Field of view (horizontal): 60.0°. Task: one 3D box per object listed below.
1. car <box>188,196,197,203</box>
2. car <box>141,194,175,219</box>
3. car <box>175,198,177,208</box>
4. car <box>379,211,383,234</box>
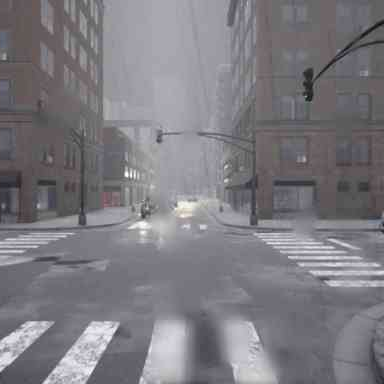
[{"bbox_3d":[0.071,1.518,69.960,2.128,1.511,4.902,0,0,0],"label":"car"},{"bbox_3d":[-3.100,1.236,29.712,2.150,2.045,5.566,0,0,2],"label":"car"},{"bbox_3d":[-3.120,1.545,39.385,1.812,1.442,4.674,0,0,0],"label":"car"},{"bbox_3d":[11.041,1.617,14.610,4.718,1.301,1.895,0,0,2],"label":"car"}]
